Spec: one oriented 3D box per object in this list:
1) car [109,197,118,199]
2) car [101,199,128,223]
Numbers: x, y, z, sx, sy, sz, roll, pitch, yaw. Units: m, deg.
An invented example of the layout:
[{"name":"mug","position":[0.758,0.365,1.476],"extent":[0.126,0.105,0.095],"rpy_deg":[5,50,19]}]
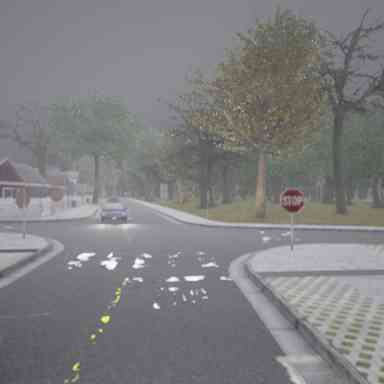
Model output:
[{"name":"car","position":[-11.328,1.485,48.175],"extent":[2.033,1.411,5.357],"rpy_deg":[0,0,-13]},{"name":"car","position":[-5.818,1.508,25.045],"extent":[1.812,1.442,4.674],"rpy_deg":[0,0,-12]}]
